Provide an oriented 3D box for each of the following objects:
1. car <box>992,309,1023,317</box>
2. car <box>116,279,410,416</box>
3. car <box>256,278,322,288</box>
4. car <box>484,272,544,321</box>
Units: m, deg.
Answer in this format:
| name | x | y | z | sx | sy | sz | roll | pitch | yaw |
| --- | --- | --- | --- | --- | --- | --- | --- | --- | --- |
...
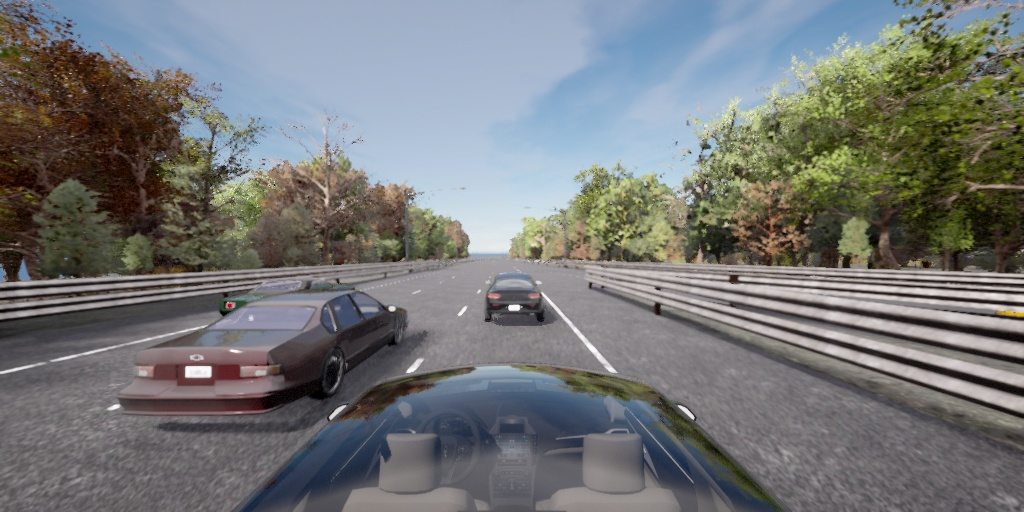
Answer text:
| name | x | y | z | sx | sy | sz | roll | pitch | yaw |
| --- | --- | --- | --- | --- | --- | --- | --- | --- | --- |
| car | 14.805 | 1.260 | 7.725 | 1.801 | 1.575 | 5.366 | 0 | 0 | -14 |
| car | -3.415 | 1.304 | 6.401 | 2.033 | 1.411 | 5.357 | 0 | 0 | 0 |
| car | -6.944 | 1.366 | 11.888 | 1.895 | 1.301 | 4.718 | 0 | 0 | 0 |
| car | 0.051 | 1.289 | 12.360 | 1.812 | 1.442 | 4.674 | 0 | 0 | 0 |
